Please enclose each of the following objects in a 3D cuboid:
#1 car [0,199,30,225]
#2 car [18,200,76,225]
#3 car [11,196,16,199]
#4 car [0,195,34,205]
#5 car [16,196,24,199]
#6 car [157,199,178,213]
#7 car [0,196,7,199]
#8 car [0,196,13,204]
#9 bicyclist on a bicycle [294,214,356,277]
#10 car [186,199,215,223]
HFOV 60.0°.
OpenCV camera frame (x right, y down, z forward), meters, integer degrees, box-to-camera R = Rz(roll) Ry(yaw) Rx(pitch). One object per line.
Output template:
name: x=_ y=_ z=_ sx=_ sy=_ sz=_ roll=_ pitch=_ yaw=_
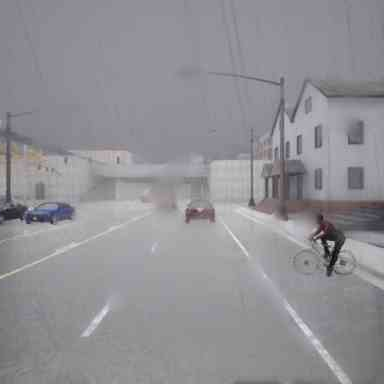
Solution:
car: x=-13.602 y=1.475 z=23.898 sx=2.128 sy=1.511 sz=4.902 roll=0 pitch=0 yaw=1
car: x=-10.029 y=1.461 z=23.917 sx=1.882 sy=1.535 sz=5.008 roll=0 pitch=0 yaw=2
car: x=-30.544 y=1.414 z=54.162 sx=2.038 sy=1.542 sz=4.974 roll=0 pitch=0 yaw=-35
car: x=-31.218 y=1.411 z=59.544 sx=2.038 sy=1.542 sz=4.974 roll=0 pitch=0 yaw=30
car: x=-31.244 y=1.253 z=59.499 sx=1.853 sy=1.218 sz=4.536 roll=0 pitch=0 yaw=30
car: x=-2.662 y=1.500 z=36.787 sx=1.812 sy=1.442 sz=4.674 roll=0 pitch=0 yaw=2
car: x=-30.669 y=1.260 z=49.517 sx=1.853 sy=1.218 sz=4.536 roll=0 pitch=0 yaw=45
car: x=-30.574 y=1.257 z=54.204 sx=1.853 sy=1.218 sz=4.536 roll=0 pitch=0 yaw=-35
bicyclist on a bicycle: x=3.519 y=1.418 z=8.814 sx=1.656 sy=1.620 sz=0.582 roll=0 pitch=0 yaw=1
car: x=0.627 y=1.333 z=25.570 sx=2.097 sy=1.767 sz=4.553 roll=0 pitch=0 yaw=1
